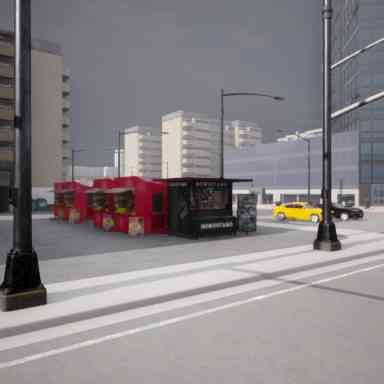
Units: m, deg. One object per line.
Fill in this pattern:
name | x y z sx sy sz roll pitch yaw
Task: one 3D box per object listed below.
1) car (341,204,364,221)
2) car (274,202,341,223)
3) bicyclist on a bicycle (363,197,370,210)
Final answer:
car | 12.056 1.587 28.562 1.882 1.535 5.008 0 -1 -36
car | 8.952 1.589 26.846 1.882 1.535 5.008 0 -1 -38
bicyclist on a bicycle | 22.311 1.466 42.485 1.656 1.620 0.582 0 0 -36
